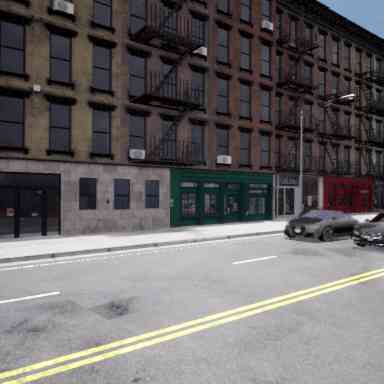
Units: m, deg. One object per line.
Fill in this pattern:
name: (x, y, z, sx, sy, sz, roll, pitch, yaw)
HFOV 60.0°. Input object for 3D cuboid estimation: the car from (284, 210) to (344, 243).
car: (6.418, 1.568, 16.210, 4.181, 1.385, 1.994, 0, 0, -35)

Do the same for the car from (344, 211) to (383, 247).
car: (8.616, 1.509, 13.787, 4.892, 1.490, 1.837, 0, 0, -35)
